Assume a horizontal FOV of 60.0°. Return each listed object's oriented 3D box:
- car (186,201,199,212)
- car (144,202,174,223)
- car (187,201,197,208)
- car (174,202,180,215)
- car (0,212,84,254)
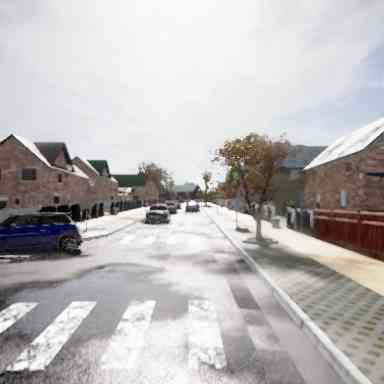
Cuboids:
[{"bbox_3d":[0.072,2.165,49.297,1.994,1.385,4.181,0,-1,0],"label":"car"},{"bbox_3d":[-2.863,1.827,28.457,1.837,1.490,4.892,0,-1,0],"label":"car"},{"bbox_3d":[0.062,2.456,68.043,1.994,1.385,4.181,0,-1,0],"label":"car"},{"bbox_3d":[-2.867,1.973,41.743,1.882,1.535,5.008,0,-1,0],"label":"car"},{"bbox_3d":[-6.952,1.642,13.646,4.553,1.767,2.097,0,-3,-34],"label":"car"}]
